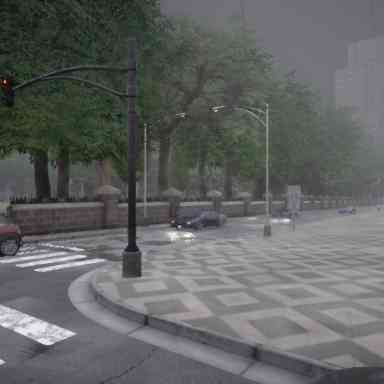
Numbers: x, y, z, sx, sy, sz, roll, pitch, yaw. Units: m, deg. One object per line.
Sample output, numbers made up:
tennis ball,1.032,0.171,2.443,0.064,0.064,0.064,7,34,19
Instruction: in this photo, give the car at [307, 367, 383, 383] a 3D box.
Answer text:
car,2.466,1.551,1.209,4.403,1.369,2.008,0,0,35

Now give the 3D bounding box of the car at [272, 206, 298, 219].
car,10.828,2.378,38.681,1.994,1.385,4.181,0,-1,35

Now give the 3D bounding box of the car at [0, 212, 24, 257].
car,-8.390,1.466,11.378,2.097,1.767,4.553,0,-1,35

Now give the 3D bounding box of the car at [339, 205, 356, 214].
car,24.865,2.782,53.091,2.033,1.411,5.357,0,-1,34

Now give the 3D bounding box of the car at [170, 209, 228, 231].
car,0.702,1.992,24.304,2.033,1.411,5.357,0,-1,35
